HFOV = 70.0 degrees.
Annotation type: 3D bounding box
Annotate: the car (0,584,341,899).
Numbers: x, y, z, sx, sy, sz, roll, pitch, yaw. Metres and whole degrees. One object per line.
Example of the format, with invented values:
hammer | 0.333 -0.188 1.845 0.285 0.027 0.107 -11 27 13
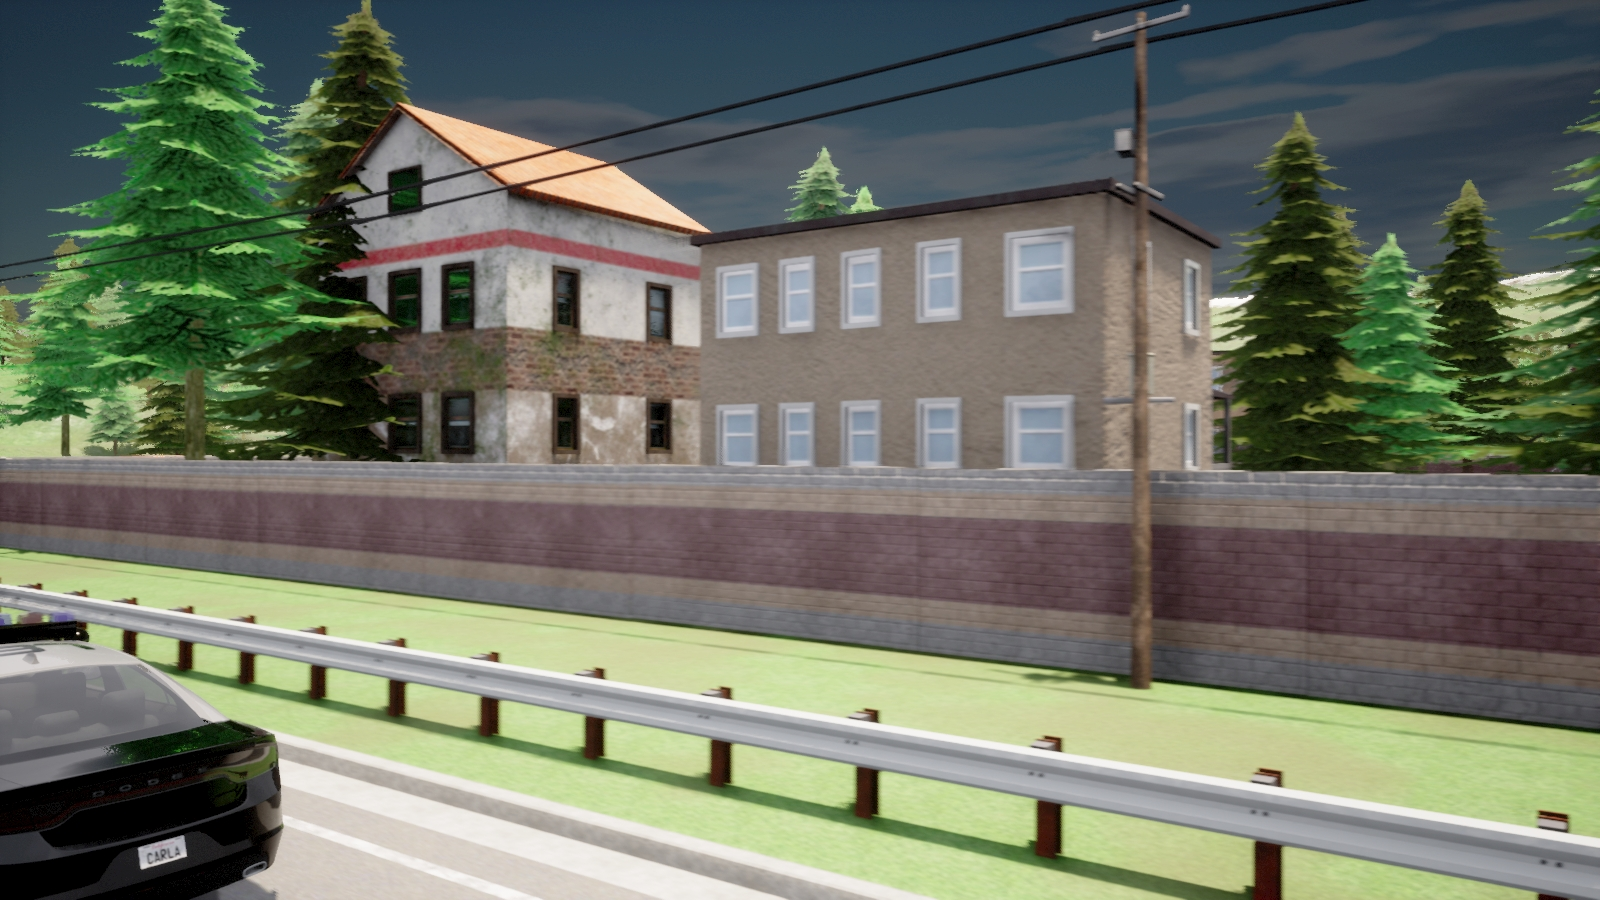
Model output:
car | -5.580 1.982 7.691 5.238 1.638 2.097 0 0 35
